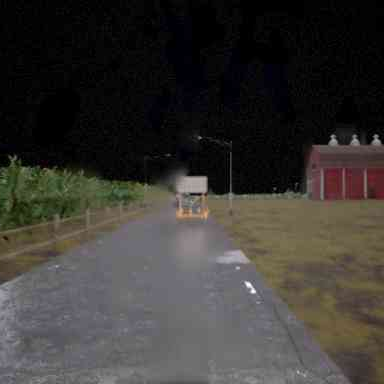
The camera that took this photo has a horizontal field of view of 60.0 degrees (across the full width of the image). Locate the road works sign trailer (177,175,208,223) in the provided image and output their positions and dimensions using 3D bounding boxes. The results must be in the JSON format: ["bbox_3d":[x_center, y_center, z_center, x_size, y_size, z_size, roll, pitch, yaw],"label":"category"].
[{"bbox_3d":[0.005,0.487,25.713,2.380,3.560,2.880,0,0,0],"label":"road works sign trailer"}]

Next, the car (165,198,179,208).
[{"bbox_3d":[-2.834,1.633,48.671,2.033,1.411,5.357,0,0,0],"label":"car"}]
